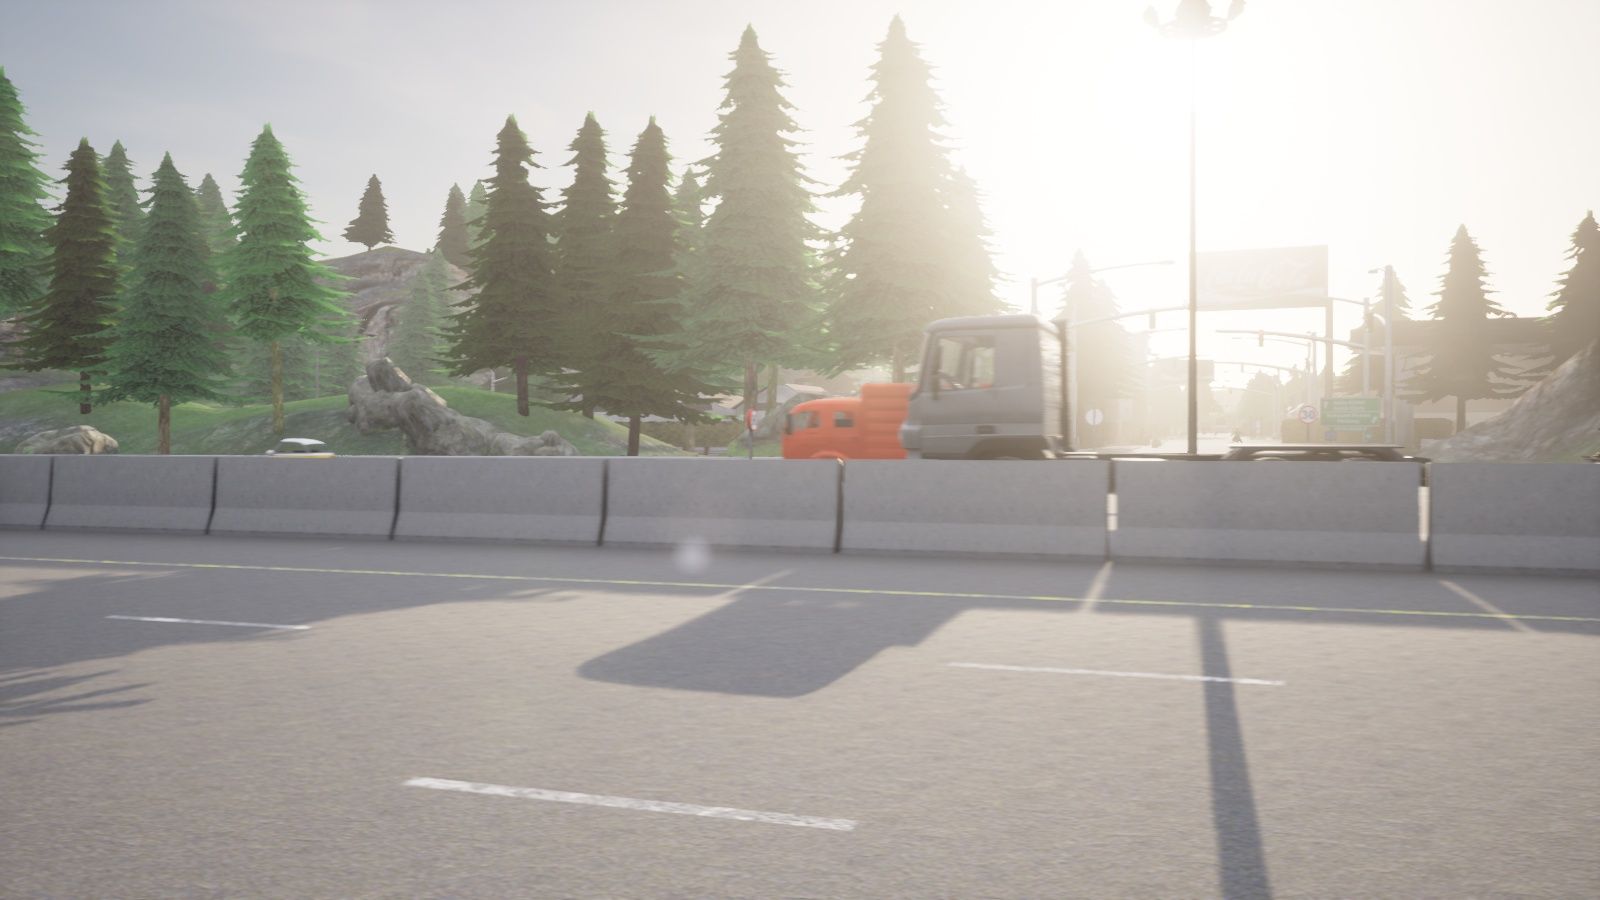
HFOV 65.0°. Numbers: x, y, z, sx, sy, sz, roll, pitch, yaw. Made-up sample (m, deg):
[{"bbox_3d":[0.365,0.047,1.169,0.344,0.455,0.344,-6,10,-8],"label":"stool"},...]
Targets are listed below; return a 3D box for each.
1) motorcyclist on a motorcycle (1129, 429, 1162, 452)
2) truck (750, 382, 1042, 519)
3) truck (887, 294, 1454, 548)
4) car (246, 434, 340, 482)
[{"bbox_3d":[26.180,-0.720,95.122,2.350,1.649,0.766,1,2,18],"label":"motorcyclist on a motorcycle"},{"bbox_3d":[1.936,-0.045,24.690,5.204,2.467,2.627,1,1,19],"label":"truck"},{"bbox_3d":[5.594,-0.451,19.759,7.936,3.462,2.891,1,1,19],"label":"truck"},{"bbox_3d":[-15.282,0.217,37.878,2.207,1.376,1.481,1,1,19],"label":"car"}]
